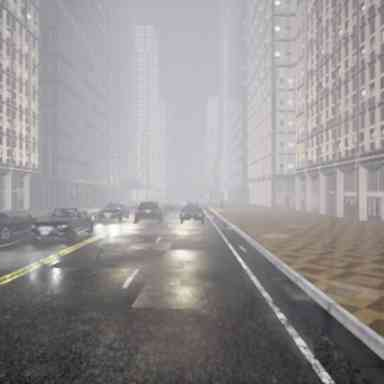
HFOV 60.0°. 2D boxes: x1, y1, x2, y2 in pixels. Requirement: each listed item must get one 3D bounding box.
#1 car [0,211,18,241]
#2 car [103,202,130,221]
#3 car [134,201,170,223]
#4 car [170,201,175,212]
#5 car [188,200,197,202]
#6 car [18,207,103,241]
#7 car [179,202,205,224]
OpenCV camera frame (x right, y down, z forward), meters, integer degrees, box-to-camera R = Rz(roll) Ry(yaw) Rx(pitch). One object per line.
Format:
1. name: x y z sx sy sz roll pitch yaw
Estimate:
1. car: -9.760 1.679 17.419 1.895 1.301 4.718 0 0 0
2. car: -6.490 1.627 28.156 2.128 1.511 4.902 0 0 0
3. car: -3.216 1.478 26.508 2.097 1.767 4.553 0 0 0
4. car: -3.160 1.827 42.990 1.895 1.301 4.718 0 0 0
5. car: 0.100 1.811 46.102 1.994 1.385 4.181 0 0 0
6. car: -6.512 1.570 17.205 2.128 1.511 4.902 0 0 0
7. car: 0.025 1.725 26.165 1.895 1.301 4.718 0 0 0
